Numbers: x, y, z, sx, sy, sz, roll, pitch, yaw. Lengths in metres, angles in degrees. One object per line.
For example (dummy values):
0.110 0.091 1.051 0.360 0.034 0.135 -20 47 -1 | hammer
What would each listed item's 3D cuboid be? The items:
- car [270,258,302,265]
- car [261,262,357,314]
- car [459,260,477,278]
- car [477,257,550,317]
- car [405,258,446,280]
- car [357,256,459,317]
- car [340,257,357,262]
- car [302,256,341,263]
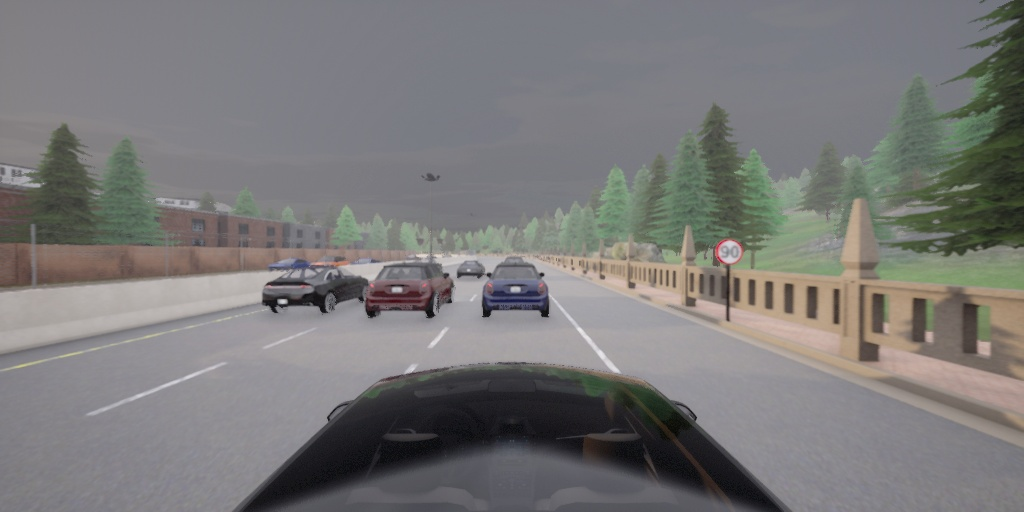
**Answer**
-21.002 0.930 34.161 1.882 1.535 5.008 0 0 0 | car
-6.877 1.135 13.193 2.128 1.511 4.902 0 1 0 | car
-3.328 1.045 29.643 1.994 1.385 4.181 0 1 0 | car
0.120 0.994 12.818 2.097 1.767 4.553 0 1 0 | car
-6.831 0.982 28.979 2.128 1.511 4.902 0 1 0 | car
-3.380 0.997 12.705 2.097 1.767 4.553 0 1 0 | car
-14.003 0.924 34.146 1.882 1.535 5.008 0 1 0 | car
-17.501 0.800 34.382 2.097 1.767 4.553 0 1 0 | car
